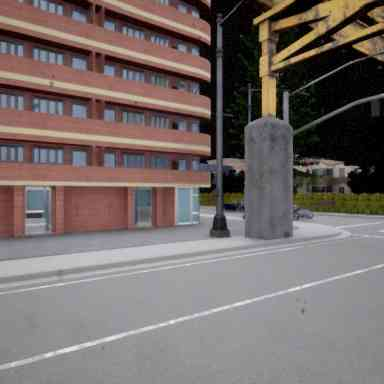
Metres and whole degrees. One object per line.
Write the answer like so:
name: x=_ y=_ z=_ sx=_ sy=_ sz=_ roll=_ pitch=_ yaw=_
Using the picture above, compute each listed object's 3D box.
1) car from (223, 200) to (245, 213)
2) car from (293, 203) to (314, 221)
car: x=5.000 y=1.600 z=37.418 sx=1.895 sy=1.301 sz=4.718 roll=0 pitch=0 yaw=-35
car: x=7.686 y=1.525 z=27.275 sx=1.812 sy=1.442 sz=4.674 roll=0 pitch=0 yaw=-35
